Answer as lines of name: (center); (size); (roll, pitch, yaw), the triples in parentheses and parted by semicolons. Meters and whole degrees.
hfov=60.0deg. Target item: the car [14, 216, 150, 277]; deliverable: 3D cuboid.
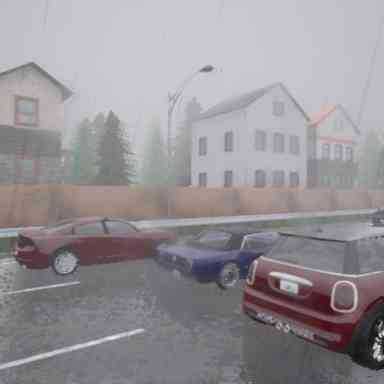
car: (-2.714, 1.490, 10.412); (5.008, 1.535, 1.882); (0, 0, -36)

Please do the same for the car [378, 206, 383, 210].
car: (13.991, 1.593, 22.342); (4.892, 1.490, 1.837); (0, 0, -36)

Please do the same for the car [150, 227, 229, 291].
car: (1.452, 1.624, 9.085); (4.718, 1.301, 1.895); (0, 0, -36)

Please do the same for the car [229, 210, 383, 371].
car: (3.111, 1.373, 5.971); (4.553, 1.767, 2.097); (0, 0, -36)
